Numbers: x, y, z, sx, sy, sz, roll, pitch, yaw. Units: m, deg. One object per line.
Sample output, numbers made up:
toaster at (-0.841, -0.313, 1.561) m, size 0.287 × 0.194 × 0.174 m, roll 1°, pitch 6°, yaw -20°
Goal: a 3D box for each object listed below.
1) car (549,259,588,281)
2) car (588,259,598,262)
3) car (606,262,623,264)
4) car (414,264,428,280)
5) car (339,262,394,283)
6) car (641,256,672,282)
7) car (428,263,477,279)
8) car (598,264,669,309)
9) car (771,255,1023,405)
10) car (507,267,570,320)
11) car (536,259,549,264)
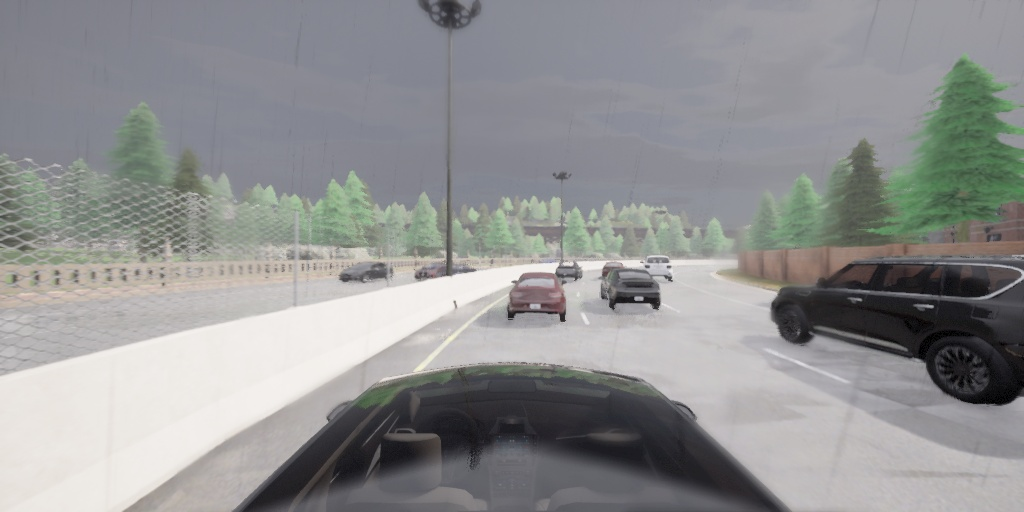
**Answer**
car at (4.824, 1.241, 30.121) m, size 2.128 × 1.511 × 4.902 m, roll 0°, pitch 0°, yaw 17°
car at (13.847, 1.241, 62.828) m, size 1.882 × 1.535 × 5.008 m, roll 0°, pitch 0°, yaw 38°
car at (9.189, 1.245, 32.108) m, size 1.882 × 1.535 × 5.008 m, roll 0°, pitch 0°, yaw 19°
car at (-6.396, 1.263, 29.823) m, size 1.994 × 1.385 × 4.181 m, roll 0°, pitch 0°, yaw 16°
car at (-10.784, 1.187, 26.937) m, size 1.837 × 1.490 × 4.892 m, roll 0°, pitch 0°, yaw 14°
car at (12.225, 1.004, 30.325) m, size 2.150 × 2.045 × 5.566 m, roll 0°, pitch 0°, yaw 19°
car at (-3.906, 1.278, 25.669) m, size 1.994 × 1.385 × 4.181 m, roll 0°, pitch 0°, yaw 15°
car at (4.819, 1.266, 15.026) m, size 1.837 × 1.490 × 4.892 m, roll 0°, pitch 0°, yaw 8°
car at (7.339, 1.001, 6.426) m, size 2.150 × 2.045 × 5.566 m, roll 0°, pitch 0°, yaw 3°
car at (0.927, 1.271, 12.505) m, size 1.812 × 1.442 × 4.674 m, roll 0°, pitch 0°, yaw 7°
car at (6.075, 1.206, 64.042) m, size 1.882 × 1.535 × 5.008 m, roll 0°, pitch 0°, yaw 35°
